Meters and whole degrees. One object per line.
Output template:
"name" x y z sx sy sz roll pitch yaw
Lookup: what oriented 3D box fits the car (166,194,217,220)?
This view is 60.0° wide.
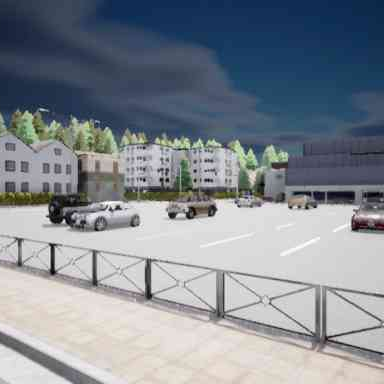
"car" 0.078 1.065 25.510 1.932 1.855 4.605 0 0 35

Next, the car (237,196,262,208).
"car" 7.222 1.202 41.345 1.970 1.475 3.806 0 0 35

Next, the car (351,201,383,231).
"car" 9.852 1.264 17.755 2.007 1.523 4.514 0 0 35

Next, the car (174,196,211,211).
"car" 0.168 1.268 37.692 2.007 1.523 4.514 0 0 35

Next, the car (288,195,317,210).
"car" 12.654 1.123 37.914 2.152 1.636 5.027 0 0 35

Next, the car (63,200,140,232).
"car" -4.774 1.328 18.556 1.970 1.475 3.806 0 0 35

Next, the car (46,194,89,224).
"car" -7.140 1.045 20.970 1.905 1.878 3.866 0 0 35
